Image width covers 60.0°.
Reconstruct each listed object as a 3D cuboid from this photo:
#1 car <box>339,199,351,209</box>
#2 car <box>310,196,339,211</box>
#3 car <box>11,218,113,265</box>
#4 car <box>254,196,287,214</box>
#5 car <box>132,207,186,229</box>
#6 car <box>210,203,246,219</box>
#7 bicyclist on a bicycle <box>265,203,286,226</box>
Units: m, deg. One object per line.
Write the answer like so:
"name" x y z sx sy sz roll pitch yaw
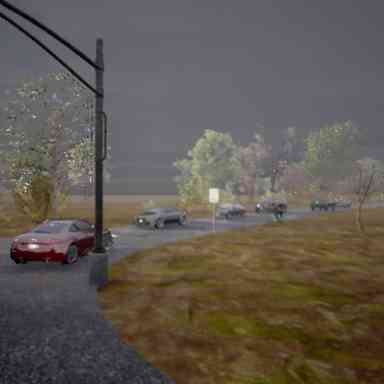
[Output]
"car" 24.538 1.923 54.427 2.128 1.511 4.902 0 0 40
"car" 18.268 1.582 46.396 2.150 2.045 5.566 0 0 38
"car" -4.483 1.642 12.105 1.994 1.385 4.181 0 0 9
"car" 9.568 1.516 40.085 2.150 2.045 5.566 0 0 37
"car" -2.199 1.720 23.280 1.994 1.385 4.181 0 0 34
"car" 3.570 1.751 31.744 1.812 1.442 4.674 0 0 35
"bicyclist on a bicycle" 6.093 1.637 24.312 1.656 1.620 0.582 -1 -1 34
